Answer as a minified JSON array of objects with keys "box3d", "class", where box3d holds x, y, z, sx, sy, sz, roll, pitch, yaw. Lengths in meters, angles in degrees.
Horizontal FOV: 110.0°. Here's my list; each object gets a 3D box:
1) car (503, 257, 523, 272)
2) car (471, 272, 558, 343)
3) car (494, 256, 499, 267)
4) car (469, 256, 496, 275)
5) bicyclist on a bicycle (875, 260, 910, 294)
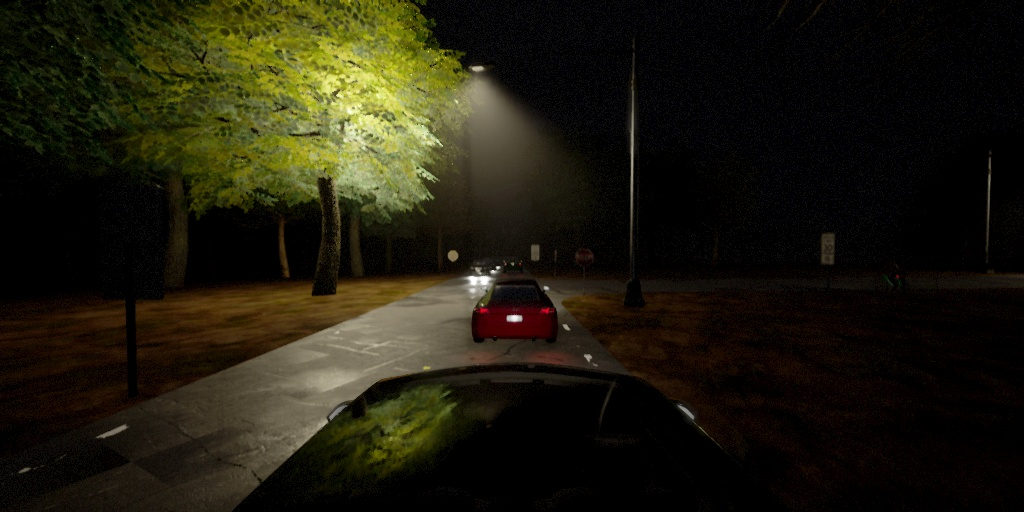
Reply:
[{"box3d":[0.101,0.944,40.620,2.097,1.767,4.553,0,0,0],"class":"car"},{"box3d":[0.087,1.292,9.631,1.994,1.385,4.181,0,0,1],"class":"car"},{"box3d":[-3.090,1.032,46.799,1.882,1.535,5.008,0,0,0],"class":"car"},{"box3d":[-3.086,1.098,35.397,2.128,1.511,4.902,1,0,0],"class":"car"},{"box3d":[18.545,1.006,17.517,0.582,1.620,1.656,-1,0,0],"class":"bicyclist on a bicycle"}]
